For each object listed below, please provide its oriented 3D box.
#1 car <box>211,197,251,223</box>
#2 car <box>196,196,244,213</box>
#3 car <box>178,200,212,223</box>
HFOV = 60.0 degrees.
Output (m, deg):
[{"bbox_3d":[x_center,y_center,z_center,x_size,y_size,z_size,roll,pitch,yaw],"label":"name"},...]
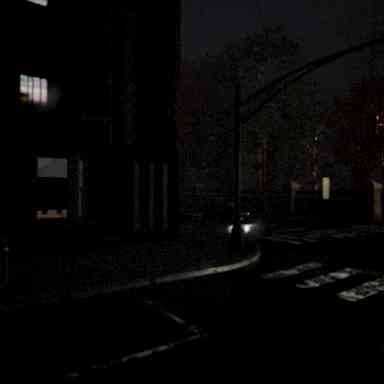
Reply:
[{"bbox_3d":[1.619,1.259,23.186,2.033,1.411,5.357,0,1,-36],"label":"car"},{"bbox_3d":[2.569,1.150,31.755,1.752,1.417,4.829,2,0,-36],"label":"car"},{"bbox_3d":[-0.863,1.269,22.218,1.802,1.307,4.206,2,0,-36],"label":"car"}]
